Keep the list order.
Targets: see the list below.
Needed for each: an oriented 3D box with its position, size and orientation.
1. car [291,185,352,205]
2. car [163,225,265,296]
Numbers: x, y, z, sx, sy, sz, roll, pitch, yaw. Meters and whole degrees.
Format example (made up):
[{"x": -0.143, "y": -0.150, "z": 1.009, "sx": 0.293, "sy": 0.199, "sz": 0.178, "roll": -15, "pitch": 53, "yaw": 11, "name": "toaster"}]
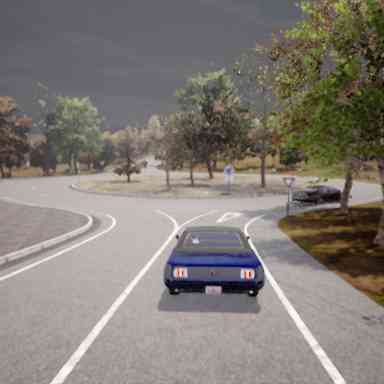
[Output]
[{"x": 10.591, "y": 0.163, "z": 27.055, "sx": 5.357, "sy": 1.411, "sz": 2.033, "roll": -4, "pitch": 8, "yaw": -28, "name": "car"}, {"x": 0.506, "y": 1.469, "z": 8.279, "sx": 1.895, "sy": 1.301, "sz": 4.718, "roll": 0, "pitch": 1, "yaw": 3, "name": "car"}]
